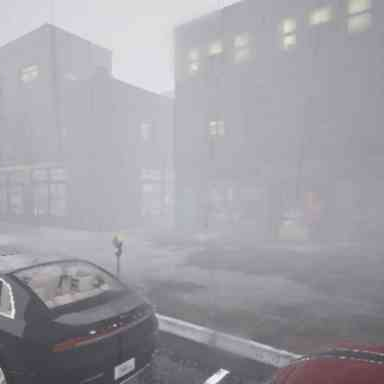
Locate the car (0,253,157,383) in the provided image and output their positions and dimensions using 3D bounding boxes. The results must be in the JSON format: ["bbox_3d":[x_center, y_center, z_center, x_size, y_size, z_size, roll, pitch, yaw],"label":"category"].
[{"bbox_3d":[-2.455,1.540,4.636,4.403,1.369,2.008,0,-1,36],"label":"car"}]

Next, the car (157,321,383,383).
[{"bbox_3d":[2.059,1.443,1.417,4.097,1.590,1.967,0,-1,36],"label":"car"}]
